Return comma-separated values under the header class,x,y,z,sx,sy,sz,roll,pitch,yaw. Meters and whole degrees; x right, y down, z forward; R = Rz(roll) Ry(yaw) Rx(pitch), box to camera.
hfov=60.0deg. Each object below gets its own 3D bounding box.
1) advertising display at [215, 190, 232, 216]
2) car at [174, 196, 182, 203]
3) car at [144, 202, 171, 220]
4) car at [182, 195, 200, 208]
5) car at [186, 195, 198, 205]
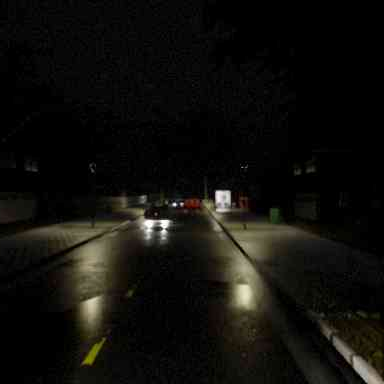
class,x,y,z,sx,sy,sz,roll,pitch,yaw
advertising display,2.996,1.024,31.880,1.540,2.440,0.280,-1,-1,0
car,-2.750,1.566,69.288,1.895,1.301,4.718,0,0,0
car,-2.848,1.563,28.270,1.994,1.385,4.181,0,0,0
car,0.049,1.345,46.995,2.097,1.767,4.553,0,0,1
car,0.001,1.340,57.677,2.097,1.767,4.553,0,0,0
